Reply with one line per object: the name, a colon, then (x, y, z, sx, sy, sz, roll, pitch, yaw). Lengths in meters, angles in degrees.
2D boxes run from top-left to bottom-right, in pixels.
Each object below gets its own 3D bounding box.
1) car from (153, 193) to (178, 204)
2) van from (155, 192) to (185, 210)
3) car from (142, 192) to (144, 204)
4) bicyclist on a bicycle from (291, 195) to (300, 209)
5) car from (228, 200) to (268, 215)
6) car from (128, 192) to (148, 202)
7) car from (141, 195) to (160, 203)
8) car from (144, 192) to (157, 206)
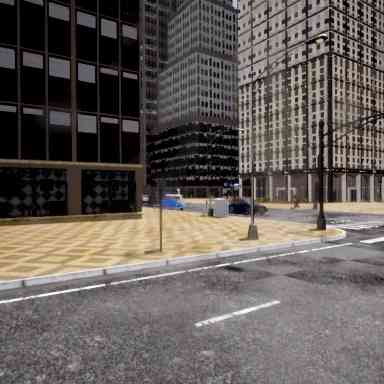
car: (-4.746, 1.036, 57.956, 2.192, 1.841, 5.009, 0, 0, -34)
van: (-2.405, 1.211, 39.494, 1.690, 1.788, 3.998, 0, 0, -34)
car: (-8.568, 1.254, 58.986, 1.812, 1.442, 4.674, -1, 1, -34)
bicyclist on a bicycle: (11.983, 1.119, 38.402, 1.656, 1.620, 0.582, -1, 1, -34)
car: (5.409, 1.460, 32.531, 1.994, 1.385, 4.181, -1, 1, -34)
car: (-10.940, 0.983, 67.143, 2.192, 1.841, 5.009, 0, 0, -34)
car: (-7.843, 1.239, 62.551, 1.887, 1.381, 4.507, 0, 0, -34)
car: (-4.200, 1.036, 46.795, 2.150, 2.045, 5.566, -1, 1, -34)
